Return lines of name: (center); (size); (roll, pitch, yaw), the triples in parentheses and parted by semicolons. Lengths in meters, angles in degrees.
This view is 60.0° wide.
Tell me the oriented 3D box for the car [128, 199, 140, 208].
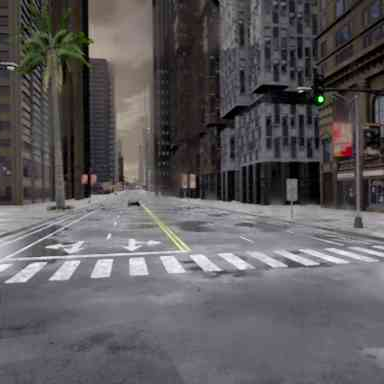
car: (-9.093, 1.707, 51.971); (1.895, 1.301, 4.718); (-1, 0, -10)
